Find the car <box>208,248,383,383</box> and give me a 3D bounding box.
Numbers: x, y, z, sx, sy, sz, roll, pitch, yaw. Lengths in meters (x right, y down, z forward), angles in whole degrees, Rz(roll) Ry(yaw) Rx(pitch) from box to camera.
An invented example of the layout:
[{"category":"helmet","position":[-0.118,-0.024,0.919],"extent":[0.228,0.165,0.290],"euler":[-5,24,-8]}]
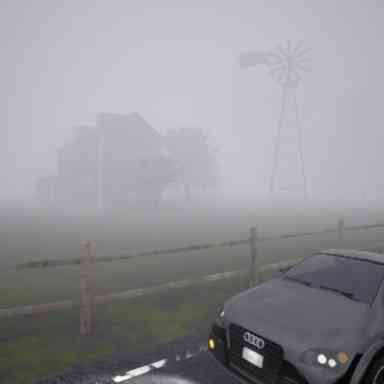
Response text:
[{"category":"car","position":[2.268,1.561,4.669],"extent":[4.181,1.385,1.994],"euler":[0,0,-35]}]
